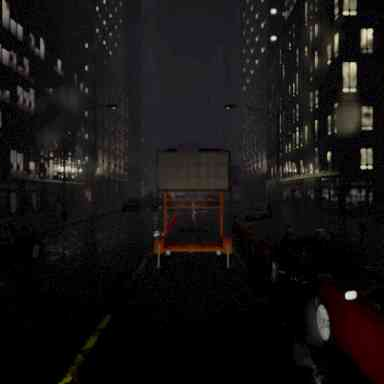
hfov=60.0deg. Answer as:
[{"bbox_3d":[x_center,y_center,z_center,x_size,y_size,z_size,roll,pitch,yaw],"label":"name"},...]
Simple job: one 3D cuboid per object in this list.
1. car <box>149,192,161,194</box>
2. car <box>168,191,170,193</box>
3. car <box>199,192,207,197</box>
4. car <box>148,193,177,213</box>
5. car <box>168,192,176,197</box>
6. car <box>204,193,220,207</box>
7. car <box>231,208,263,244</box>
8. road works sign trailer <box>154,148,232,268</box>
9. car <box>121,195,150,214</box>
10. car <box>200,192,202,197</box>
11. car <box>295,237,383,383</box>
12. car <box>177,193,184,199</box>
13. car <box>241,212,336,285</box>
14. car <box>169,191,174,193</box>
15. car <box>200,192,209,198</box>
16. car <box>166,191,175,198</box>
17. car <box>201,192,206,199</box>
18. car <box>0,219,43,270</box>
[{"bbox_3d":[-5.501,1.058,43.100,1.967,1.590,4.097,0,1,0],"label":"car"},{"bbox_3d":[-5.431,1.031,60.125,1.802,1.307,4.206,1,1,0],"label":"car"},{"bbox_3d":[3.094,0.625,94.123,1.887,1.381,4.507,1,1,0],"label":"car"},{"bbox_3d":[-2.957,1.200,33.455,2.128,1.511,4.902,0,1,0],"label":"car"},{"bbox_3d":[-5.311,0.672,88.332,1.752,1.417,4.829,1,1,0],"label":"car"},{"bbox_3d":[2.878,1.183,43.053,1.947,1.339,4.313,0,1,0],"label":"car"},{"bbox_3d":[2.759,1.401,14.850,1.752,1.417,4.829,0,0,0],"label":"car"},{"bbox_3d":[0.046,0.373,10.917,2.380,3.560,2.880,0,0,0],"label":"road works sign trailer"},{"bbox_3d":[-5.551,1.269,31.749,1.887,1.381,4.507,0,1,0],"label":"car"},{"bbox_3d":[2.950,1.031,60.076,1.802,1.307,4.206,1,1,0],"label":"car"},{"bbox_3d":[2.710,1.517,3.330,1.887,1.381,4.507,0,0,0],"label":"car"},{"bbox_3d":[-2.686,0.880,74.619,1.895,1.301,4.718,0,1,0],"label":"car"},{"bbox_3d":[2.734,1.476,9.004,2.008,1.369,4.403,0,0,0],"label":"car"},{"bbox_3d":[-5.380,0.646,71.474,2.192,1.841,5.009,1,1,0],"label":"car"},{"bbox_3d":[3.046,0.773,82.774,1.947,1.339,4.313,1,1,0],"label":"car"},{"bbox_3d":[-5.333,0.648,82.826,1.967,1.590,4.097,1,1,0],"label":"car"},{"bbox_3d":[2.926,1.088,54.402,1.802,1.307,4.206,0,1,0],"label":"car"},{"bbox_3d":[-5.646,1.476,9.046,2.008,1.369,4.403,0,0,0],"label":"car"}]
